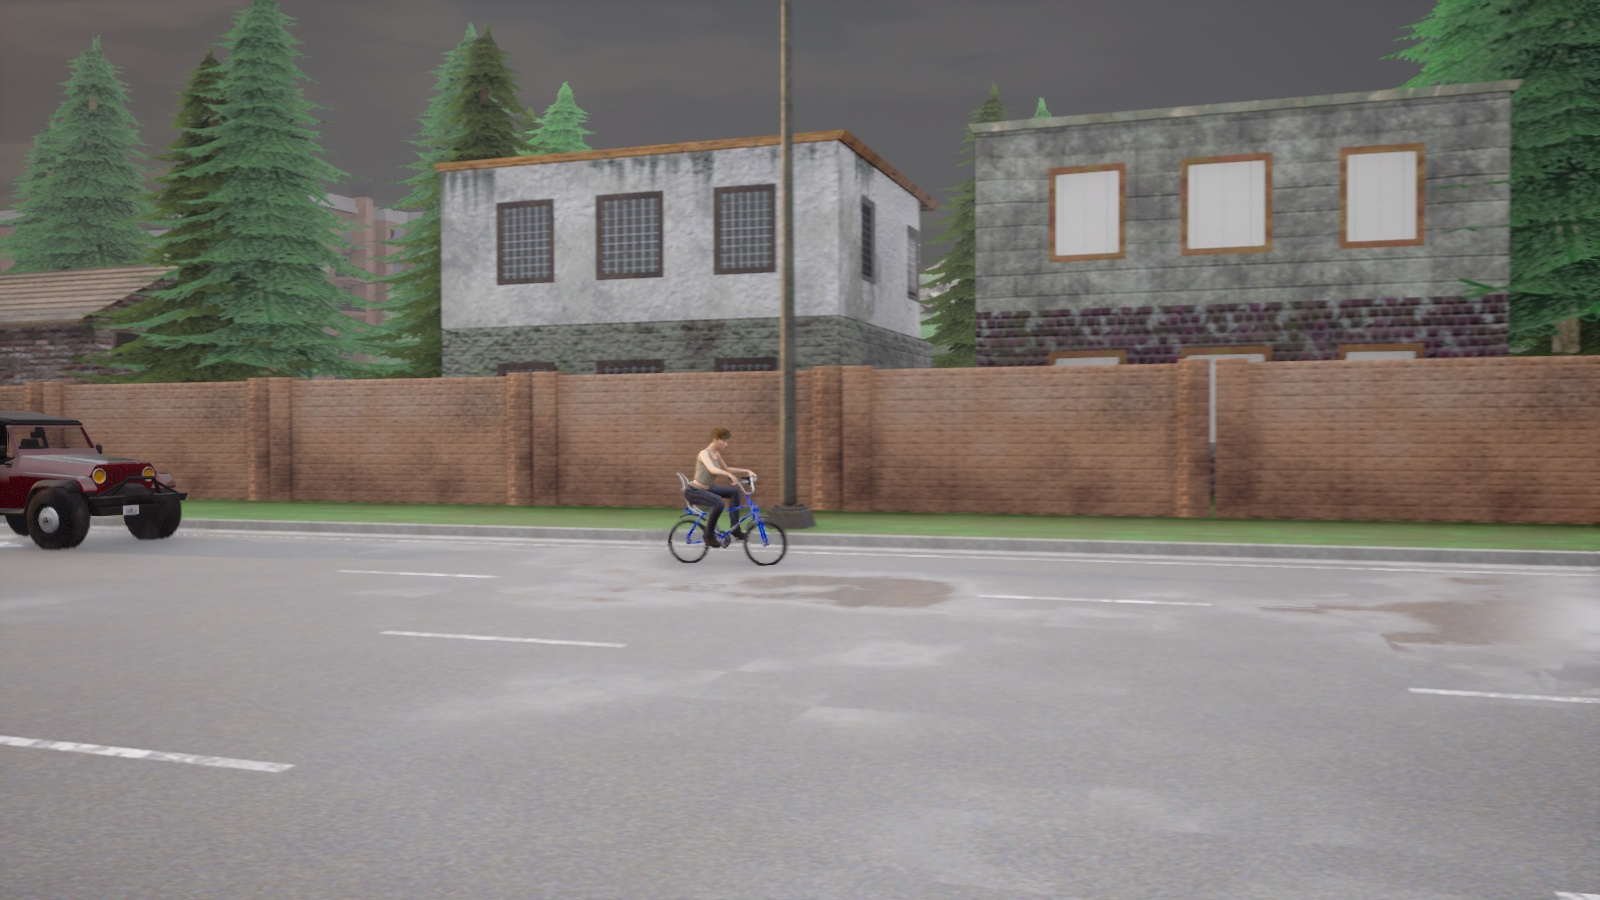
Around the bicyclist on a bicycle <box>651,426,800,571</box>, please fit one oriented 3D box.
[{"bbox_3d":[-0.854,0.527,14.561,1.509,1.612,0.866,1,1,19],"label":"bicyclist on a bicycle"}]

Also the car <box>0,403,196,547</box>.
[{"bbox_3d":[-10.905,0.294,17.935,3.866,1.878,1.905,1,1,19],"label":"car"}]
